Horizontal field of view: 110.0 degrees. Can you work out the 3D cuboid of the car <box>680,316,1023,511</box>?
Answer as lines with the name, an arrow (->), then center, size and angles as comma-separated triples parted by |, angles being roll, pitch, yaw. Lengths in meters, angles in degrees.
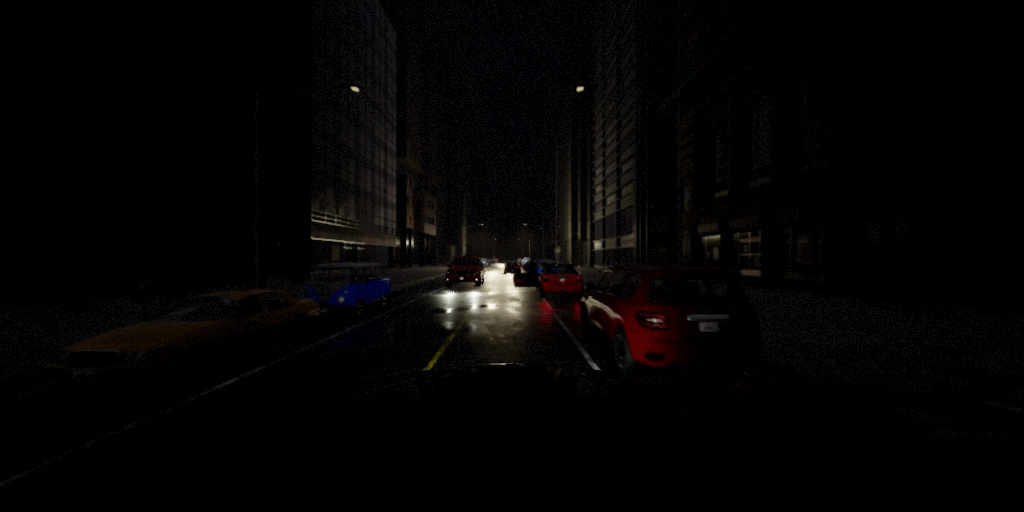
car -> 2.762, 1.332, 1.801 | 1.802, 1.307, 4.207 | 0, 0, 0

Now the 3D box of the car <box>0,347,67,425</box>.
car -> -5.763, 1.332, 1.788 | 1.802, 1.307, 4.207 | 0, 0, 0

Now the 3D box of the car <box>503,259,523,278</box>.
car -> 0.030, 1.395, 41.222 | 1.812, 1.442, 4.674 | 0, 0, 0

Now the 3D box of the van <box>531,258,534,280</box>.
van -> 2.761, 1.175, 29.846 | 1.690, 1.789, 3.998 | 0, 0, 0

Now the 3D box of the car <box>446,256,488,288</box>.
car -> -3.100, 1.043, 24.819 | 2.150, 2.045, 5.566 | 0, -1, 0

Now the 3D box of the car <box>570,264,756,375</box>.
car -> 2.762, 1.081, 7.410 | 2.192, 1.841, 5.009 | 0, 0, 0

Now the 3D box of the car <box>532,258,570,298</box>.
car -> 2.387, 1.154, 19.162 | 2.097, 1.767, 4.553 | 0, 0, 0

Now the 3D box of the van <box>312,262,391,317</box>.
van -> -5.764, 1.124, 13.006 | 1.690, 1.789, 3.998 | 0, 0, 0

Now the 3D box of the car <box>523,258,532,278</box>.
car -> 2.760, 1.184, 41.064 | 2.192, 1.841, 5.009 | 0, 0, 0

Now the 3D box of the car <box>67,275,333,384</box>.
car -> -5.763, 1.292, 7.227 | 1.751, 1.417, 4.829 | 0, 0, 0
